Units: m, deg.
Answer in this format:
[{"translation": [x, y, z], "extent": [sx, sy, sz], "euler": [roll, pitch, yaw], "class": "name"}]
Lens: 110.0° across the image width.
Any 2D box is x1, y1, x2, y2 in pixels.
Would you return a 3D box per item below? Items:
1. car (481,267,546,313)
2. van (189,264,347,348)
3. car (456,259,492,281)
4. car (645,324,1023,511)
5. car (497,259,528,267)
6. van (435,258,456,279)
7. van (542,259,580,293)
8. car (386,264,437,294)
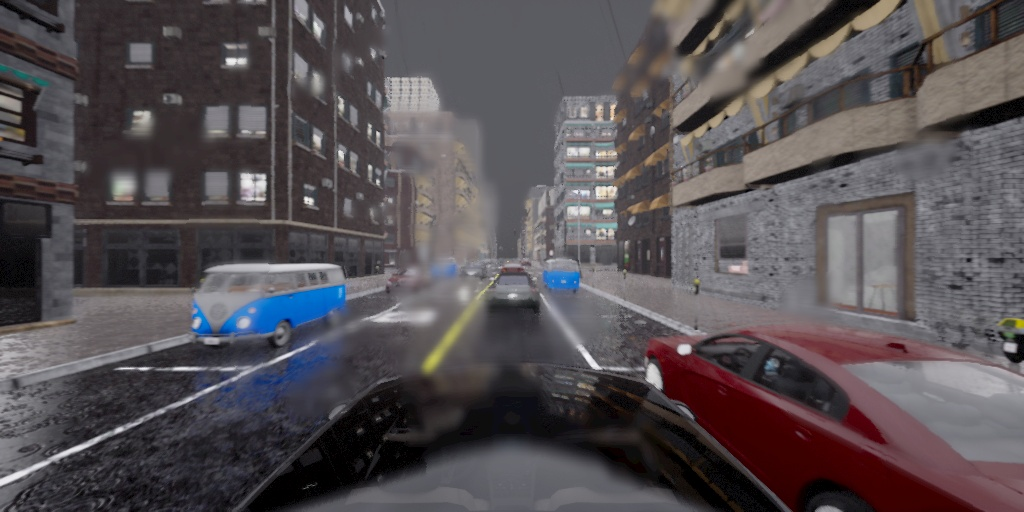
[{"translation": [0.070, 1.305, 13.997], "extent": [1.994, 1.385, 4.181], "euler": [0, 0, 0], "class": "car"}, {"translation": [-5.692, 1.086, 8.896], "extent": [1.690, 1.789, 3.998], "euler": [0, 0, 0], "class": "van"}, {"translation": [-3.076, 1.222, 30.085], "extent": [2.128, 1.511, 4.902], "euler": [0, 0, 0], "class": "car"}, {"translation": [2.688, 1.294, 3.258], "extent": [1.888, 1.381, 4.507], "euler": [0, 0, 0], "class": "car"}, {"translation": [0.066, 1.209, 28.893], "extent": [1.882, 1.535, 5.008], "euler": [0, 0, 0], "class": "car"}, {"translation": [-5.808, 1.070, 31.438], "extent": [1.690, 1.789, 3.998], "euler": [0, 0, 0], "class": "van"}, {"translation": [2.687, 1.078, 20.166], "extent": [1.690, 1.789, 3.998], "euler": [0, 0, 0], "class": "van"}, {"translation": [-5.694, 1.319, 20.169], "extent": [1.802, 1.307, 4.207], "euler": [0, 0, 0], "class": "car"}]
